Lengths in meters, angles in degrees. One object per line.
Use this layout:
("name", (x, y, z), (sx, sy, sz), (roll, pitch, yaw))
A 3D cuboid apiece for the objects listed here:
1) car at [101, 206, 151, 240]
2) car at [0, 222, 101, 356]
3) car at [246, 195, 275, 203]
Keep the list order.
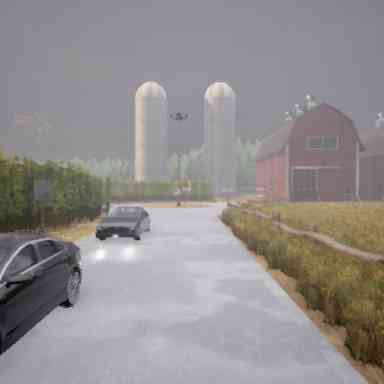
("car", (-3.165, 1.434, 16.482), (2.033, 1.411, 5.357), (0, 1, 0))
("car", (-3.196, 1.466, 5.091), (2.128, 1.511, 4.902), (0, 0, 0))
("car", (8.333, 1.081, 40.134), (1.882, 1.535, 5.008), (0, 1, 39))
